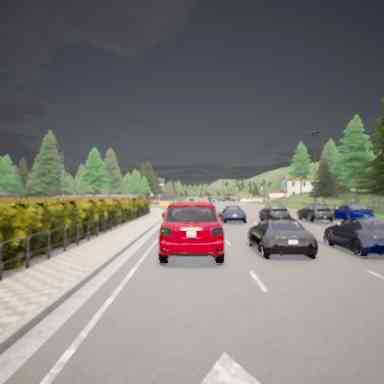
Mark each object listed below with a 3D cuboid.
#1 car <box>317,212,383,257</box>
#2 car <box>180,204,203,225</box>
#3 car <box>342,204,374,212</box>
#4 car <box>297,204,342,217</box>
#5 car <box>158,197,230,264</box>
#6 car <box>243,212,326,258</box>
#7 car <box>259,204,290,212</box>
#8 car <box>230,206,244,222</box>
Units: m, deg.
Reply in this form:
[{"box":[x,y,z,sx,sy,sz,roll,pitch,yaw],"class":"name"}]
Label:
[{"box":[6.996,1.711,13.536,1.994,1.385,4.181,0,-1,0],"class":"car"},{"box":[-0.021,1.814,28.500,1.837,1.490,4.892,0,0,0],"class":"car"},{"box":[13.984,1.792,29.251,1.882,1.535,5.008,0,0,0],"class":"car"},{"box":[10.478,1.800,28.508,2.128,1.511,4.902,0,0,0],"class":"car"},{"box":[-0.011,1.361,12.565,2.150,2.045,5.566,0,0,0],"class":"car"},{"box":[3.497,1.710,13.464,1.994,1.385,4.181,0,-1,0],"class":"car"},{"box":[6.978,1.800,28.503,2.128,1.511,4.902,0,0,0],"class":"car"},{"box":[3.479,1.872,28.559,1.994,1.385,4.181,0,-1,0],"class":"car"}]
